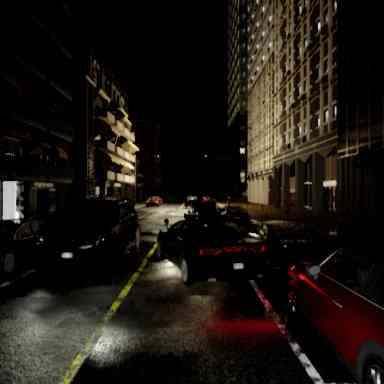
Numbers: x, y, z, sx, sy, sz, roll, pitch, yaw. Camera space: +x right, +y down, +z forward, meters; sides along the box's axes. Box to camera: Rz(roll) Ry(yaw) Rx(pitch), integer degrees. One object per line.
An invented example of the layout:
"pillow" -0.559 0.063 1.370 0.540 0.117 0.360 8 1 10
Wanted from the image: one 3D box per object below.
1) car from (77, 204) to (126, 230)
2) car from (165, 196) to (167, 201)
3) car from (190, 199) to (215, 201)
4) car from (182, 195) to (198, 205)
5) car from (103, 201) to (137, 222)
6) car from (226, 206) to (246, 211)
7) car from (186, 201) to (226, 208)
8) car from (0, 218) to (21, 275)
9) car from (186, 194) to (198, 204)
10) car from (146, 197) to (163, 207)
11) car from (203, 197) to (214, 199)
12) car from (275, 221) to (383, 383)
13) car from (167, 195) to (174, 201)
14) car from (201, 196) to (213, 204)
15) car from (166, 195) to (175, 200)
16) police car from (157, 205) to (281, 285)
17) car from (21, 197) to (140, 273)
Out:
"car" -5.709 1.550 21.544 1.947 1.339 4.313 0 0 0
"car" -5.737 1.557 55.436 1.802 1.307 4.206 0 0 0
"car" 0.879 1.509 25.763 1.812 1.442 4.674 0 0 0
"car" -0.015 1.468 48.159 2.128 1.511 4.902 0 0 0
"car" -5.713 1.507 27.024 1.752 1.417 4.829 0 0 0
"car" 2.672 1.550 21.552 1.947 1.339 4.313 0 0 0
"car" 0.765 1.490 19.782 1.837 1.490 4.892 0 0 1
"car" -5.699 1.542 10.247 2.008 1.369 4.403 0 0 0
"car" -0.050 1.327 61.611 2.097 1.767 4.553 0 0 0
"car" -5.732 1.416 49.787 1.967 1.590 4.097 0 0 0
"car" 2.648 1.521 49.794 1.887 1.381 4.507 0 0 0
"car" 2.686 1.436 4.605 1.967 1.590 4.097 0 0 0
"car" -5.760 1.530 83.679 2.008 1.369 4.403 0 0 0
"car" 2.639 1.526 61.092 2.008 1.369 4.403 0 0 0
"car" -5.764 1.532 89.327 2.008 1.369 4.403 0 0 0
"police car" 0.239 1.417 9.750 1.930 1.638 5.238 0 0 -18
"car" -3.108 1.212 11.022 2.150 2.045 5.566 0 0 0
